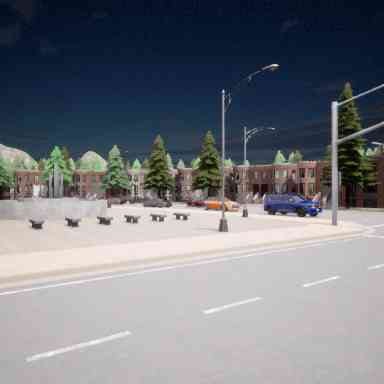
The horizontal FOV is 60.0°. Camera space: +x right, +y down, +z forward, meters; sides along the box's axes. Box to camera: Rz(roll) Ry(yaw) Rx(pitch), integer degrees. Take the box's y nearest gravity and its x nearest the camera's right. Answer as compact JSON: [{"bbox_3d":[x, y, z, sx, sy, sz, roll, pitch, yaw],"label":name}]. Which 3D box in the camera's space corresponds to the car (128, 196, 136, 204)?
[{"bbox_3d":[-12.759,1.505,62.036,4.892,1.490,1.837,0,0,18],"label":"car"}]

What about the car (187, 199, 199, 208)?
[{"bbox_3d":[1.617,1.600,46.039,4.718,1.301,1.895,0,0,41],"label":"car"}]

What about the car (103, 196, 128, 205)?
[{"bbox_3d":[-14.104,1.564,58.804,4.181,1.385,1.994,0,0,18],"label":"car"}]

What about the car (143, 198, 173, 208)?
[{"bbox_3d":[-4.799,1.564,46.543,4.181,1.385,1.994,0,0,33],"label":"car"}]

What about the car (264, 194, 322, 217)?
[{"bbox_3d":[9.320,1.221,31.290,2.150,2.045,5.566,0,0,-38],"label":"car"}]

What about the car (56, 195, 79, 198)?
[{"bbox_3d":[-23.841,1.505,60.674,4.892,1.490,1.837,0,0,5],"label":"car"}]

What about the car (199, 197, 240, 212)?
[{"bbox_3d":[3.439,1.352,38.935,2.097,1.767,4.553,0,0,-41],"label":"car"}]

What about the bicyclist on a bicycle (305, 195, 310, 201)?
[{"bbox_3d":[16.149,1.303,46.584,1.656,1.620,0.582,0,0,-37],"label":"bicyclist on a bicycle"}]

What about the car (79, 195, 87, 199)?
[{"bbox_3d":[-22.579,1.352,63.968,4.553,1.767,2.097,0,0,7],"label":"car"}]
